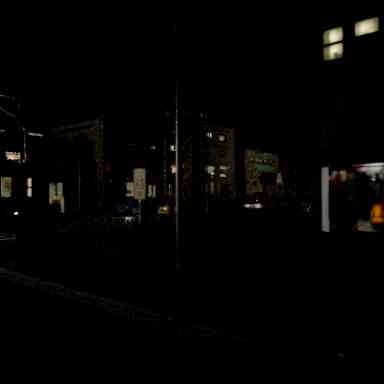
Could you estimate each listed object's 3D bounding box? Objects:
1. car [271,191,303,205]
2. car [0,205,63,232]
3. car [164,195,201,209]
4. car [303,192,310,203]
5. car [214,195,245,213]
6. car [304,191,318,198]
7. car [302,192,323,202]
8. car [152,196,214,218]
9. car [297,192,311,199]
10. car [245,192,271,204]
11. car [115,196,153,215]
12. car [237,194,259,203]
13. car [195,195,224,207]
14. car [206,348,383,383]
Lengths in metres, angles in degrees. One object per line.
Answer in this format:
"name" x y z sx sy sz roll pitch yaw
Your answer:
"car" 12.380 0.964 43.119 2.008 1.369 4.403 0 0 36
"car" -9.422 1.364 17.735 1.895 1.301 4.718 -1 1 36
"car" -1.006 1.138 38.968 1.752 1.417 4.829 0 0 36
"car" 15.637 0.944 47.593 1.802 1.307 4.206 0 0 36
"car" 2.612 1.120 29.700 2.008 1.369 4.403 0 0 36
"car" 28.399 0.591 79.365 1.967 1.590 4.097 0 0 36
"car" 18.892 0.750 52.066 1.967 1.590 4.097 0 0 36
"car" -0.545 1.145 25.364 1.752 1.417 4.829 0 0 36
"car" 25.143 0.783 74.893 1.802 1.307 4.206 0 0 36
"car" 9.778 0.797 49.279 2.097 1.767 4.553 -1 0 37
"car" -4.592 1.152 29.655 1.882 1.535 5.008 -1 0 36
"car" 8.863 1.038 52.527 1.802 1.307 4.206 0 0 36
"car" 2.351 1.142 43.580 1.802 1.307 4.206 0 0 36
"car" 1.918 1.586 1.673 4.206 1.307 1.802 0 -1 36
